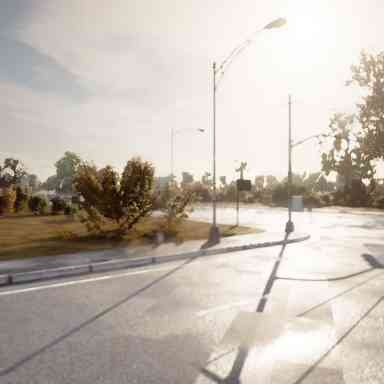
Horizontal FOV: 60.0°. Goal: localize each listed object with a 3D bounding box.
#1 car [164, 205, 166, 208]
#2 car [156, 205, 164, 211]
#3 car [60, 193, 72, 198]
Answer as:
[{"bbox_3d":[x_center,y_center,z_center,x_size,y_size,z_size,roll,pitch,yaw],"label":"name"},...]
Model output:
[{"bbox_3d":[-2.763,1.554,40.862,1.994,1.385,4.181,0,0,-39],"label":"car"},{"bbox_3d":[-5.784,1.484,39.035,2.128,1.511,4.902,0,0,-39],"label":"car"},{"bbox_3d":[-29.812,1.525,80.881,2.033,1.411,5.357,0,0,-37],"label":"car"}]
